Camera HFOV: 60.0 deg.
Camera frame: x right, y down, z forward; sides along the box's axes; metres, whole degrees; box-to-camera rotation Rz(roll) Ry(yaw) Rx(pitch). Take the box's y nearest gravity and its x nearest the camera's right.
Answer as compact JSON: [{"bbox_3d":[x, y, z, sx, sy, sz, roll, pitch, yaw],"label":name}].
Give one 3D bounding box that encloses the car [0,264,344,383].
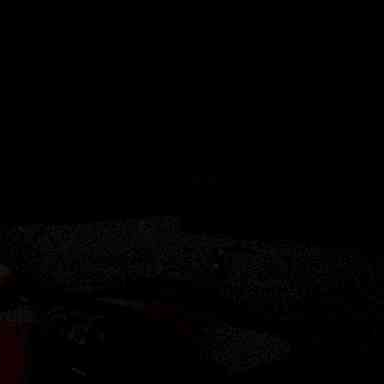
[{"bbox_3d":[-0.655,1.591,3.434,4.206,1.307,1.802,0,0,36],"label":"car"}]
